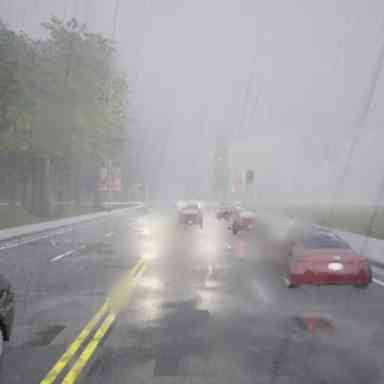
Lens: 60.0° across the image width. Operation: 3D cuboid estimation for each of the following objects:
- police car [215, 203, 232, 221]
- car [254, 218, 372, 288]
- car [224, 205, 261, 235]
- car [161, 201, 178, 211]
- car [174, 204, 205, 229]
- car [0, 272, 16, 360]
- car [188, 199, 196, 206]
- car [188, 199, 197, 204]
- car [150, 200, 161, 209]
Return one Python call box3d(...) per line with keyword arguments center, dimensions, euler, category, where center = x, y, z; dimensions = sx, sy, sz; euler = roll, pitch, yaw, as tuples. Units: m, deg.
box3d(center=(3.252, 1.878, 31.540), dimensions=(2.038, 1.542, 4.974), euler=(0, -1, 0), category="police car")
box3d(center=(3.251, 1.676, 9.540), dimensions=(1.994, 1.385, 4.181), euler=(0, -1, 0), category="car")
box3d(center=(3.251, 1.767, 20.540), dimensions=(1.812, 1.442, 4.674), euler=(0, -1, 0), category="car")
box3d(center=(-3.273, 2.102, 51.969), dimensions=(1.882, 1.535, 5.008), euler=(0, -1, 0), category="car")
box3d(center=(-0.078, 1.806, 23.839), dimensions=(1.812, 1.442, 4.674), euler=(0, -1, 1), category="car")
box3d(center=(-3.350, 1.523, 2.628), dimensions=(2.128, 1.511, 4.902), euler=(0, -1, 0), category="car")
box3d(center=(0.003, 2.477, 77.604), dimensions=(1.812, 1.442, 4.674), euler=(0, -1, 0), category="car")
box3d(center=(0.076, 2.278, 56.166), dimensions=(1.895, 1.301, 4.718), euler=(0, -1, 0), category="car")
box3d(center=(-6.481, 2.208, 60.422), dimensions=(1.882, 1.535, 5.008), euler=(0, -1, -2), category="car")
